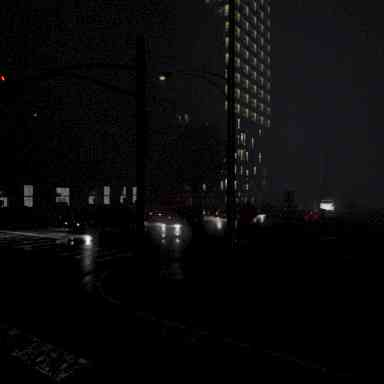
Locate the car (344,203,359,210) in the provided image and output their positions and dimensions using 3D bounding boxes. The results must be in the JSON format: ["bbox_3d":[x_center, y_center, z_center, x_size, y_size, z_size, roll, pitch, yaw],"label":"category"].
[{"bbox_3d":[31.493,2.837,65.718,1.812,1.442,4.674,0,-1,33],"label":"car"}]

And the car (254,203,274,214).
[{"bbox_3d":[10.331,2.318,47.098,2.128,1.511,4.902,0,-1,33],"label":"car"}]

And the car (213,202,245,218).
[{"bbox_3d":[4.806,1.998,38.590,2.097,1.767,4.553,0,-1,33],"label":"car"}]

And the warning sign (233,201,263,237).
[{"bbox_3d":[3.139,1.454,18.545,1.300,1.860,1.060,1,1,33],"label":"warning sign"}]

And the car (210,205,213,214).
[{"bbox_3d":[3.151,2.278,42.016,1.895,1.301,4.718,0,-1,33],"label":"car"}]

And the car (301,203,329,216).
[{"bbox_3d":[16.517,2.456,44.499,1.895,1.301,4.718,0,-1,33],"label":"car"}]

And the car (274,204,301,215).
[{"bbox_3d":[13.650,2.395,46.054,2.033,1.411,5.357,0,-1,33],"label":"car"}]

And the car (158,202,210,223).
[{"bbox_3d":[-0.597,1.972,30.221,1.837,1.490,4.892,0,-1,33],"label":"car"}]

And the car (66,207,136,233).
[{"bbox_3d":[-5.652,1.805,22.384,1.837,1.490,4.892,0,-1,33],"label":"car"}]

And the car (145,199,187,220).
[{"bbox_3d":[-2.375,1.717,33.462,2.150,2.045,5.566,0,-1,33],"label":"car"}]

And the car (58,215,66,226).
[{"bbox_3d":[-7.669,1.921,25.250,1.895,1.301,4.718,0,-1,33],"label":"car"}]

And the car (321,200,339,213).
[{"bbox_3d":[21.931,2.254,52.985,2.150,2.045,5.566,0,-1,33],"label":"car"}]

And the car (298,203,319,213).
[{"bbox_3d":[19.181,2.576,54.718,2.033,1.411,5.357,0,-1,33],"label":"car"}]
